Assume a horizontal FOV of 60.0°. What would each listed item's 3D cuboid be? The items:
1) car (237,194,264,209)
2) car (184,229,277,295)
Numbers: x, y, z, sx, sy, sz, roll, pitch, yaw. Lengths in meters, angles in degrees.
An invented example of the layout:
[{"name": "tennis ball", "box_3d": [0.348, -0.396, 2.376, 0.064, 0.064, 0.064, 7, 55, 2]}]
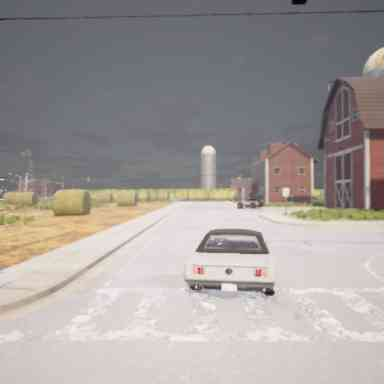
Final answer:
[{"name": "car", "box_3d": [8.199, 1.351, 46.478, 1.905, 1.878, 3.866, -8, 3, -41]}, {"name": "car", "box_3d": [1.178, 1.638, 8.872, 1.895, 1.301, 4.718, -1, 0, 11]}]
